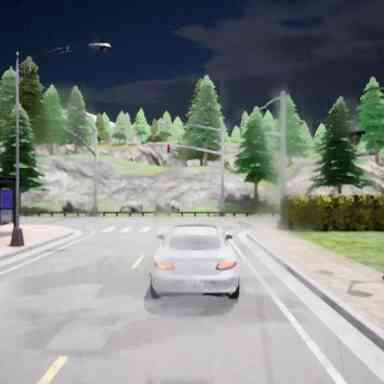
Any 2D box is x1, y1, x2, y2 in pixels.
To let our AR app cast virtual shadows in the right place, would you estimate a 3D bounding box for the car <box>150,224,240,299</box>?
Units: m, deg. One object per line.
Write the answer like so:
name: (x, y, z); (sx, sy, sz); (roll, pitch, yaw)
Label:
car: (0.077, 1.519, 8.310); (1.812, 1.442, 4.674); (0, 0, 1)
